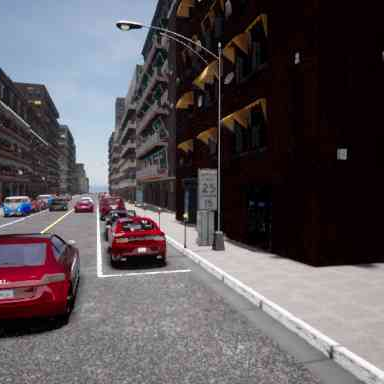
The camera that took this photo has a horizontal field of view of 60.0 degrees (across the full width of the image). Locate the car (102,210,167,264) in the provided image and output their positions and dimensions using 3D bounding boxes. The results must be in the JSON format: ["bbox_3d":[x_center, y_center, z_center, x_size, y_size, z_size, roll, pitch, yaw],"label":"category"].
[{"bbox_3d":[-2.061,1.542,11.789,1.887,1.381,4.507,-1,0,-16],"label":"car"}]

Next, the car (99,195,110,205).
[{"bbox_3d":[-15.952,1.431,60.479,1.967,1.590,4.097,-1,0,-16],"label":"car"}]

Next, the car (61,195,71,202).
[{"bbox_3d":[-30.235,1.428,79.996,1.967,1.590,4.097,-1,0,-16],"label":"car"}]

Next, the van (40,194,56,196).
[{"bbox_3d":[-20.896,1.326,47.321,1.690,1.788,3.998,-1,0,-16],"label":"van"}]

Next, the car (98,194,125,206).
[{"bbox_3d":[-6.631,1.308,27.798,2.192,1.841,5.009,-1,0,-16],"label":"car"}]

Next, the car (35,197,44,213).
[{"bbox_3d":[-17.771,1.567,36.432,1.802,1.307,4.206,-1,0,-16],"label":"car"}]

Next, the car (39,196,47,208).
[{"bbox_3d":[-19.327,1.567,41.878,1.802,1.307,4.206,-1,0,-16],"label":"car"}]

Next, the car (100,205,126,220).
[{"bbox_3d":[-3.520,1.562,16.907,1.947,1.339,4.313,-1,0,-16],"label":"car"}]

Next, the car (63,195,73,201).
[{"bbox_3d":[-31.787,1.555,85.443,1.947,1.339,4.313,-1,0,-16],"label":"car"}]

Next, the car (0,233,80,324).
[{"bbox_3d":[-3.507,1.561,7.091,1.994,1.385,4.181,0,0,-16],"label":"car"}]

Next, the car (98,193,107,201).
[{"bbox_3d":[-23.723,1.311,87.711,2.192,1.841,5.009,-1,0,-16],"label":"car"}]

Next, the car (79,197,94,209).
[{"bbox_3d":[-14.884,1.515,46.987,1.812,1.442,4.674,0,0,-16],"label":"car"}]

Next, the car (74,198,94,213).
[{"bbox_3d":[-12.073,1.553,37.328,1.994,1.385,4.181,0,0,-15],"label":"car"}]

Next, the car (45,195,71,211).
[{"bbox_3d":[-16.049,1.492,40.118,1.837,1.490,4.892,0,0,-16],"label":"car"}]

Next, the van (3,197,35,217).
[{"bbox_3d":[-16.219,1.327,30.985,1.690,1.788,3.998,-1,0,-16],"label":"van"}]
